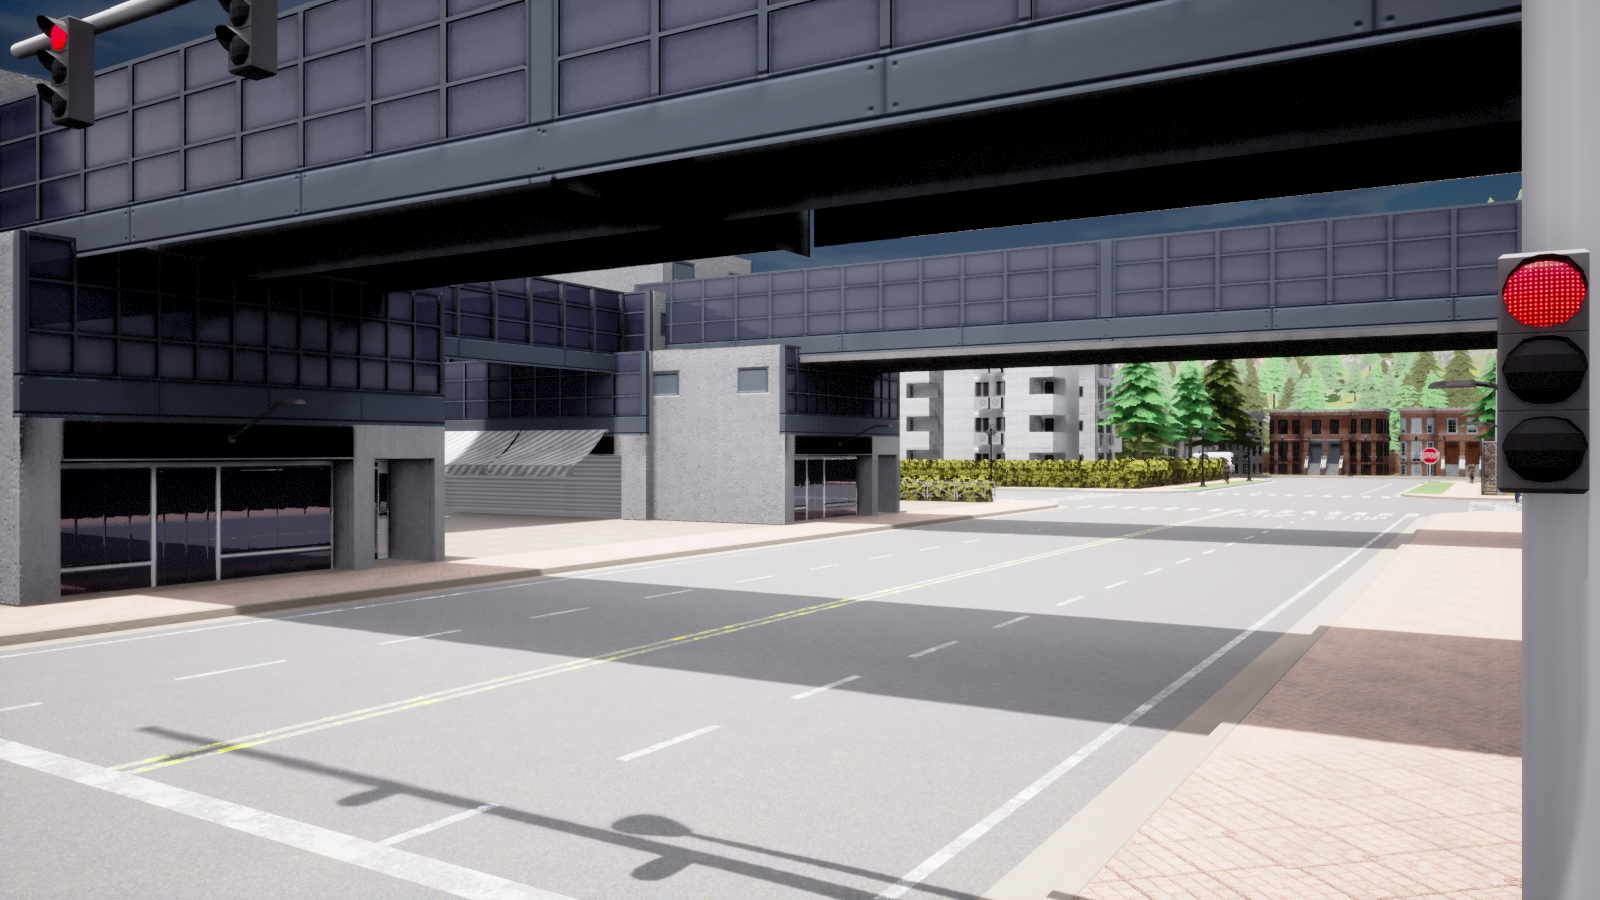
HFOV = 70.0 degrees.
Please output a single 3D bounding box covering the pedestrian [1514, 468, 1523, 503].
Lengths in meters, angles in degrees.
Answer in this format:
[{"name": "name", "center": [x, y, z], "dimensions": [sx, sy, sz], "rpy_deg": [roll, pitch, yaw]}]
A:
[{"name": "pedestrian", "center": [37.533, 1.849, 59.708], "dimensions": [0.375, 1.860, 0.375], "rpy_deg": [0, 0, 31]}]
